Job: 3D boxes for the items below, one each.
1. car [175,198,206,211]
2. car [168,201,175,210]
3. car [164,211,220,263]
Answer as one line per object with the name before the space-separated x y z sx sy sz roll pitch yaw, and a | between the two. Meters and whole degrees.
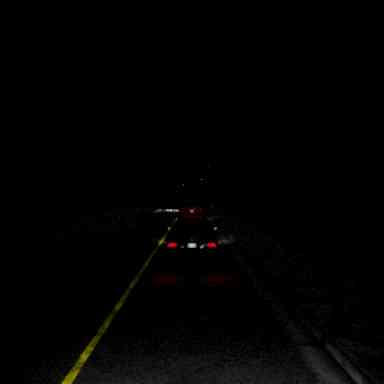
car | 0.009 1.541 27.586 2.150 2.045 5.566 0 0 0
car | -3.019 2.298 56.521 1.994 1.385 4.181 0 -1 0
car | 0.009 1.684 12.533 2.033 1.411 5.357 0 -1 0
